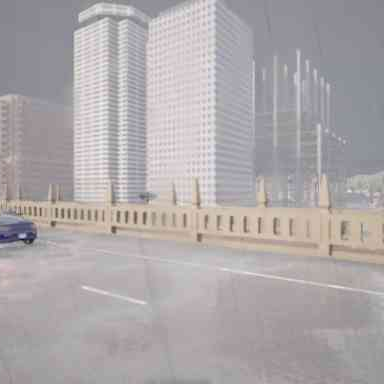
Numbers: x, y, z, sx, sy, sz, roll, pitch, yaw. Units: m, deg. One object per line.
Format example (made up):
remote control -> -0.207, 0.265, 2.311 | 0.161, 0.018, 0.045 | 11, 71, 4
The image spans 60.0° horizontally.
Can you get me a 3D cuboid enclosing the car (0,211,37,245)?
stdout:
car -> -8.452, 1.523, 14.166 | 4.674, 1.442, 1.812 | 0, 0, 35
